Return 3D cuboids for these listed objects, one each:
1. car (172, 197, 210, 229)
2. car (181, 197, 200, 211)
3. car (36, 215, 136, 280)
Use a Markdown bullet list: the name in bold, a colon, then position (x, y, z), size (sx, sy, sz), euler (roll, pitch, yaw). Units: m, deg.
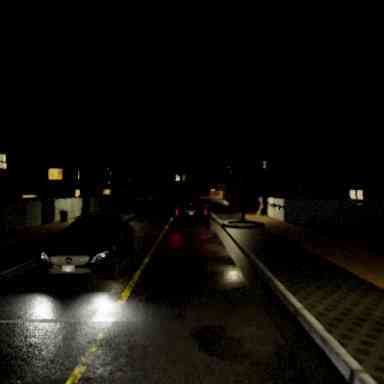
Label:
- **car**: position (-0.050, 1.176, 20.222), size (2.097, 1.767, 4.553), euler (0, 0, 0)
- **car**: position (-0.158, 1.269, 37.155), size (1.994, 1.385, 4.181), euler (0, 0, 0)
- **car**: position (-2.818, 1.453, 9.855), size (1.812, 1.442, 4.674), euler (0, 0, 0)
